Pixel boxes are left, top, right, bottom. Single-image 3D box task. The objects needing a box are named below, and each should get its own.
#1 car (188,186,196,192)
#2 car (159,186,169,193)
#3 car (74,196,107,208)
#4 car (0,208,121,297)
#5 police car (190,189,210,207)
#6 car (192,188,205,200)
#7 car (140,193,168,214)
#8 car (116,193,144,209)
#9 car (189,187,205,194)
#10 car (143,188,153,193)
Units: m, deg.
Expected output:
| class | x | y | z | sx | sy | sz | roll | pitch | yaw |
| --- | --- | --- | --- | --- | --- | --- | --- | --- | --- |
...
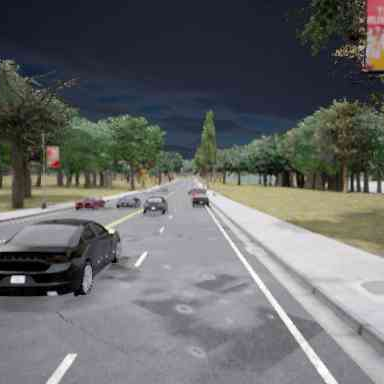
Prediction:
| class | x | y | z | sx | sy | sz | roll | pitch | yaw |
| --- | --- | --- | --- | --- | --- | --- | --- | --- | --- |
| car | 0.003 | -0.789 | 87.498 | 1.895 | 1.301 | 4.718 | 0 | 2 | 0 |
| car | -6.497 | -0.667 | 76.630 | 2.097 | 1.767 | 4.553 | 0 | 2 | 0 |
| car | -9.845 | 1.107 | 32.515 | 1.895 | 1.301 | 4.718 | 0 | 1 | 0 |
| car | -3.150 | 1.404 | 8.489 | 1.882 | 1.535 | 5.008 | 0 | 1 | 0 |
| police car | 0.977 | 0.819 | 37.720 | 1.930 | 1.638 | 5.238 | 0 | 1 | 0 |
| car | 0.976 | 0.355 | 53.568 | 2.097 | 1.767 | 4.553 | 0 | 2 | 0 |
| car | -3.149 | 1.099 | 29.396 | 1.812 | 1.442 | 4.674 | 0 | 1 | 0 |
| car | -6.590 | 1.022 | 34.735 | 1.994 | 1.385 | 4.181 | 0 | 1 | 0 |
| car | 0.977 | 0.391 | 47.629 | 2.150 | 2.045 | 5.566 | 0 | 1 | 0 |
| car | -9.747 | -0.198 | 73.952 | 1.895 | 1.301 | 4.718 | 0 | 2 | 0 |
